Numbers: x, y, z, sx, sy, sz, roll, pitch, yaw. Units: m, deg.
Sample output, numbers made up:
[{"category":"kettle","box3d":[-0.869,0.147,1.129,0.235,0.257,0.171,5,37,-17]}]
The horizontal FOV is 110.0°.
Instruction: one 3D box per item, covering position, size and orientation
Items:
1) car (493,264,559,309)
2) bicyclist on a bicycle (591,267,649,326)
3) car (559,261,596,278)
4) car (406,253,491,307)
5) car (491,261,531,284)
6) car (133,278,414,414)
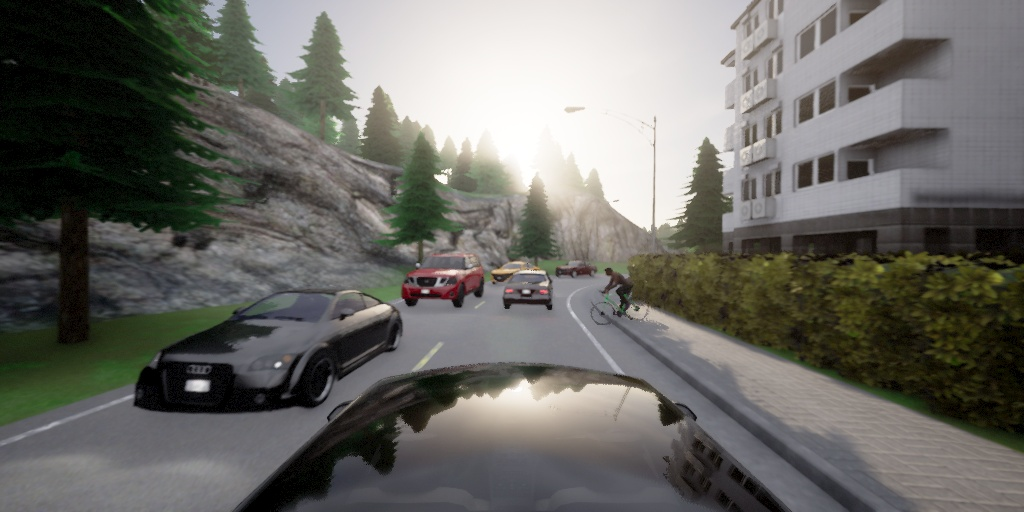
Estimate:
[{"category":"car","box3d":[0.796,1.255,14.658,2.033,1.411,5.357,1,0,7]},{"category":"bicyclist on a bicycle","box3d":[2.971,1.102,10.094,1.656,1.620,0.582,-8,0,2]},{"category":"car","box3d":[5.958,1.173,33.389,1.882,1.535,5.008,1,0,43]},{"category":"car","box3d":[-2.653,0.886,15.308,2.150,2.045,5.566,1,0,8]},{"category":"car","box3d":[0.314,1.139,24.914,1.882,1.535,5.008,1,0,27]},{"category":"car","box3d":[-3.387,1.256,5.991,1.994,1.385,4.181,1,0,4]}]
